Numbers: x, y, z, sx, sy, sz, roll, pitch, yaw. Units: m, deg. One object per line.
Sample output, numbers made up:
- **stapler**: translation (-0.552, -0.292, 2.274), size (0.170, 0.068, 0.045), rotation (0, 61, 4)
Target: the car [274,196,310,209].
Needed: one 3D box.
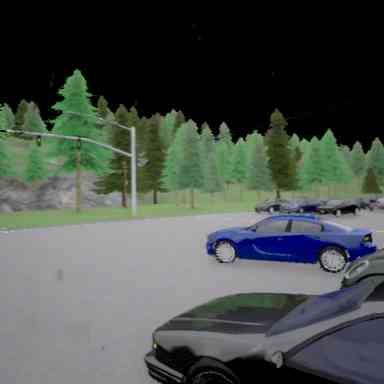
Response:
- **car**: translation (10.255, 1.214, 31.354), size (4.553, 1.767, 2.097), rotation (-1, 0, -38)

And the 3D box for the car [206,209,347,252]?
- **car**: translation (2.859, 1.437, 10.348), size (5.008, 1.535, 1.882), rotation (-1, -1, 25)

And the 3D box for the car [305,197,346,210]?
- **car**: translation (16.243, 1.329, 40.268), size (5.357, 1.411, 2.033), rotation (-1, 0, -36)

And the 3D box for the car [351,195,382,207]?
- **car**: translation (24.239, 1.178, 46.233), size (4.892, 1.490, 1.837), rotation (-1, 0, -37)

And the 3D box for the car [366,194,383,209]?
- **car**: translation (20.135, 1.252, 34.430), size (4.674, 1.442, 1.812), rotation (-1, 0, -37)

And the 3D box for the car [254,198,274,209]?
- **car**: translation (8.468, 1.392, 34.397), size (4.892, 1.490, 1.837), rotation (-1, 0, -37)

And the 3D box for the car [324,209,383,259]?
- **car**: translation (4.712, 1.284, 4.982), size (4.553, 1.767, 2.097), rotation (-1, 0, 41)

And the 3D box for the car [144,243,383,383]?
- **car**: translation (2.044, 1.516, 2.712), size (5.357, 1.411, 2.033), rotation (-1, 0, 38)

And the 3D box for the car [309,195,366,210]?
- **car**: translation (12.677, 1.306, 28.808), size (5.008, 1.535, 1.882), rotation (-1, 0, -38)
